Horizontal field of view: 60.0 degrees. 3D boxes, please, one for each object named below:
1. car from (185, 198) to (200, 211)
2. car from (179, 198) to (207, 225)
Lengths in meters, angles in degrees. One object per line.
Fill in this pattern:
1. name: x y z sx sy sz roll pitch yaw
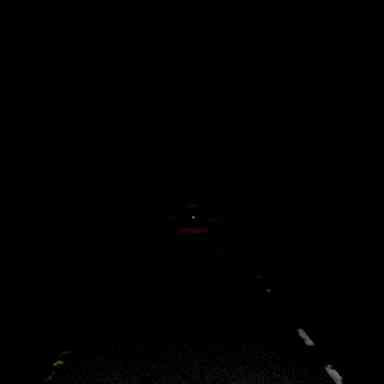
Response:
1. car: 0.090 1.498 42.653 1.837 1.490 4.892 0 0 0
2. car: 0.091 1.475 23.948 1.882 1.535 5.008 0 0 0
